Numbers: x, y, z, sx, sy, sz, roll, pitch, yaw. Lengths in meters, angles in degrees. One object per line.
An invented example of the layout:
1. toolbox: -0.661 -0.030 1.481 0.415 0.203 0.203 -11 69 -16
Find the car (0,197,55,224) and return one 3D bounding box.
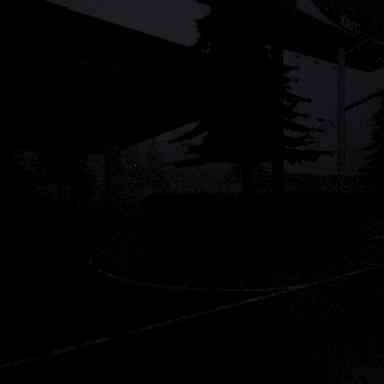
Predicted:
1. car: -11.923 1.313 23.512 3.866 1.878 1.905 0 0 -36
